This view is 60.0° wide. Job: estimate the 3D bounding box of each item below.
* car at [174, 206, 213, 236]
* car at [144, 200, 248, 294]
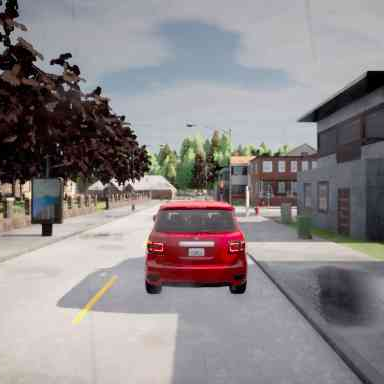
[{"bbox_3d":[0.065,1.564,19.289,1.994,1.385,4.181,0,0,0],"label":"car"},{"bbox_3d":[0.079,1.221,8.921,2.150,2.045,5.566,0,0,0],"label":"car"}]
